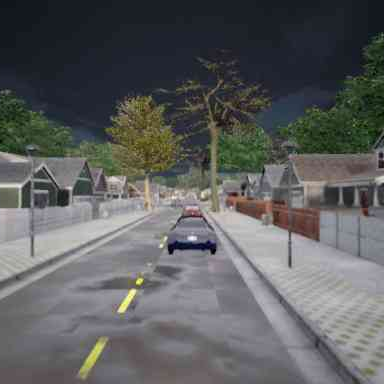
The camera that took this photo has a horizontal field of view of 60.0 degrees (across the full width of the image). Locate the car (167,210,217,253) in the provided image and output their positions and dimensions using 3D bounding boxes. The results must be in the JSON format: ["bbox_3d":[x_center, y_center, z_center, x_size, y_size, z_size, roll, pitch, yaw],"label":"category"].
[{"bbox_3d":[0.009,1.704,14.291,1.994,1.385,4.181,0,-1,0],"label":"car"}]

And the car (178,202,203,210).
[{"bbox_3d":[0.013,1.816,29.390,1.812,1.442,4.674,0,0,0],"label":"car"}]

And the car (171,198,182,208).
[{"bbox_3d":[-2.733,1.947,60.681,2.097,1.767,4.553,0,0,0],"label":"car"}]
